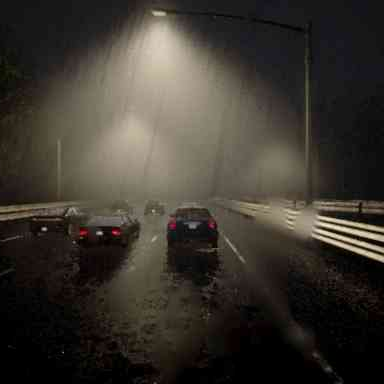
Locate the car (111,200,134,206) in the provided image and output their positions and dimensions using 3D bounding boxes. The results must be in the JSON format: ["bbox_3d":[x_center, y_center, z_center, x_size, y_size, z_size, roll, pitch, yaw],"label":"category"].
[{"bbox_3d":[-7.337,1.623,35.160,1.837,1.490,4.892,0,0,-1],"label":"car"}]

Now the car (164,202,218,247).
[{"bbox_3d":[0.000,1.395,15.398,2.097,1.767,4.553,0,0,-1],"label":"car"}]

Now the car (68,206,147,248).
[{"bbox_3d":[-3.487,1.590,14.873,2.033,1.411,5.357,0,0,-1],"label":"car"}]

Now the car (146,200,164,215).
[{"bbox_3d":[-3.838,1.622,35.177,1.837,1.490,4.892,0,0,-1],"label":"car"}]

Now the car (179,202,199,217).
[{"bbox_3d":[-0.299,1.710,33.648,1.895,1.301,4.718,0,0,-1],"label":"car"}]

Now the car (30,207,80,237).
[{"bbox_3d":[-7.030,1.547,18.194,2.128,1.511,4.902,0,0,-1],"label":"car"}]
